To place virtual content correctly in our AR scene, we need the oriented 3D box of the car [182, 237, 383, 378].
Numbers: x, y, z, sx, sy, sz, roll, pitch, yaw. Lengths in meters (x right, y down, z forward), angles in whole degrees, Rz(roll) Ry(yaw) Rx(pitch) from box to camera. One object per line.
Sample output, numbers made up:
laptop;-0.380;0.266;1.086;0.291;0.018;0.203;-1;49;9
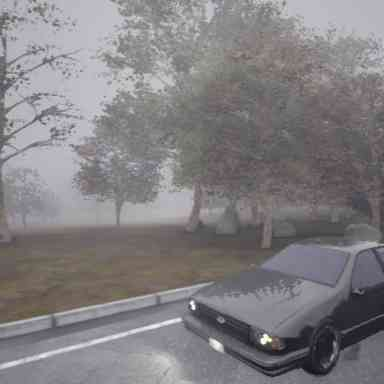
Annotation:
car;2.476;1.552;5.754;5.357;1.411;2.033;0;0;-35
